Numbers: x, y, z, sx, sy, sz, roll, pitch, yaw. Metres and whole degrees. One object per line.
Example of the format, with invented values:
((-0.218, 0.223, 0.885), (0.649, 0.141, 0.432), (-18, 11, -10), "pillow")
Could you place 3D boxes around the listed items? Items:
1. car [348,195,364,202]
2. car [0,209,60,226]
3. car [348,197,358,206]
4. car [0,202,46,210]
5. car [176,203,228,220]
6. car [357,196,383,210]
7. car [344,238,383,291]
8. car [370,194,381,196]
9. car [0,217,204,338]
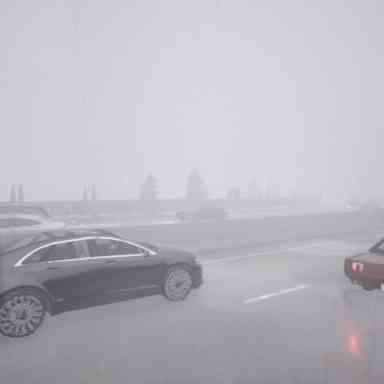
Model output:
((39.582, 1.518, 80.588), (2.128, 1.511, 4.902), (0, 0, 10), "car")
((-6.860, 1.526, 11.987), (4.674, 1.442, 1.812), (0, 0, -36), "car")
((28.025, 1.660, 57.221), (1.882, 1.535, 5.008), (0, 0, 28), "car")
((-8.623, 1.352, 15.046), (4.553, 1.767, 2.097), (0, 0, -36), "car")
((0.791, 1.575, 26.160), (4.181, 1.385, 1.994), (0, 0, -36), "car")
((23.098, 1.624, 42.901), (1.812, 1.442, 4.674), (0, 0, 37), "car")
((5.667, 1.606, 7.788), (4.718, 1.301, 1.895), (0, 0, -36), "car")
((42.303, 1.513, 76.321), (2.150, 2.045, 5.566), (0, 0, 13), "car")
((-1.989, 1.492, 6.626), (4.902, 1.511, 2.128), (0, 0, -35), "car")
